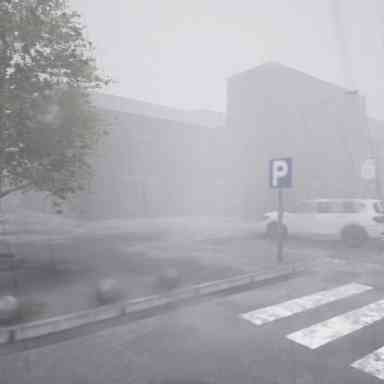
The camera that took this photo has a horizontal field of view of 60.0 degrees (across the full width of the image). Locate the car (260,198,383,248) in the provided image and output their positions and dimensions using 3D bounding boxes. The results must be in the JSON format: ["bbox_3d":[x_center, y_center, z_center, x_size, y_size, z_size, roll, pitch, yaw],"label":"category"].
[{"bbox_3d":[6.020,1.317,15.545,5.566,2.045,2.435,0,-1,33],"label":"car"}]
